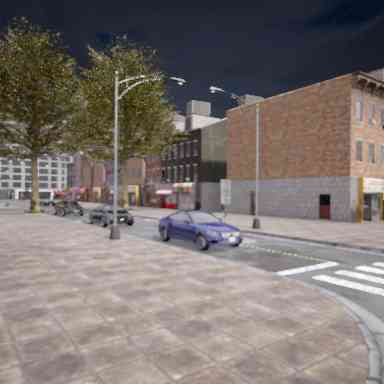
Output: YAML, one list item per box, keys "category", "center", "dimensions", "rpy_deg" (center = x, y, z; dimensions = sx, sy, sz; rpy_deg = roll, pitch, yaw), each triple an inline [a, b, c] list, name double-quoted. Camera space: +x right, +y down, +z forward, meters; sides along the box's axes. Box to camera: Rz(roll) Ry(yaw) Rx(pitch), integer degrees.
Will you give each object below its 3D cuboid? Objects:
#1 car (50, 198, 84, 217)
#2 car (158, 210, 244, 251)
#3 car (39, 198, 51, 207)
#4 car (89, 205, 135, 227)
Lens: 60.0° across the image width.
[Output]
- category: "car"
  center: [-11.647, 1.506, 31.415]
  dimensions: [1.837, 1.490, 4.892]
  rpy_deg: [1, 0, -35]
- category: "car"
  center: [0.193, 1.549, 14.561]
  dimensions: [1.812, 1.442, 4.674]
  rpy_deg: [1, 0, -35]
- category: "car"
  center: [-22.600, 1.622, 52.093]
  dimensions: [1.895, 1.301, 4.718]
  rpy_deg: [1, 0, -35]
- category: "car"
  center: [-5.558, 1.573, 22.748]
  dimensions: [1.994, 1.385, 4.181]
  rpy_deg: [1, 0, -35]
